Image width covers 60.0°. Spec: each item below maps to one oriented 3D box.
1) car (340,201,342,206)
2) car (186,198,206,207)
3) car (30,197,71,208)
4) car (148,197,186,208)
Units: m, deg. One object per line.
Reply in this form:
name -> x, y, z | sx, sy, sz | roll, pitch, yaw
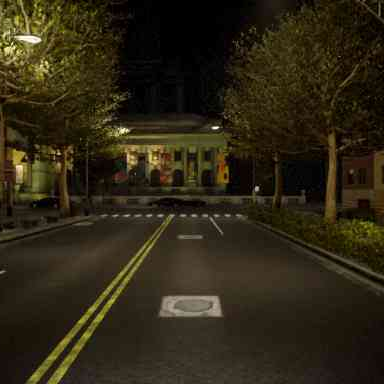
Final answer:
car -> 23.227, 1.491, 46.378 | 4.902, 1.511, 2.128 | 0, 0, 3
car -> -0.351, 1.601, 50.093 | 4.718, 1.301, 1.895 | 0, 0, 0
car -> -20.129, 1.504, 46.587 | 4.892, 1.490, 1.837 | 0, 0, 0
car -> -3.662, 1.504, 46.597 | 4.892, 1.490, 1.837 | 0, 0, 0
